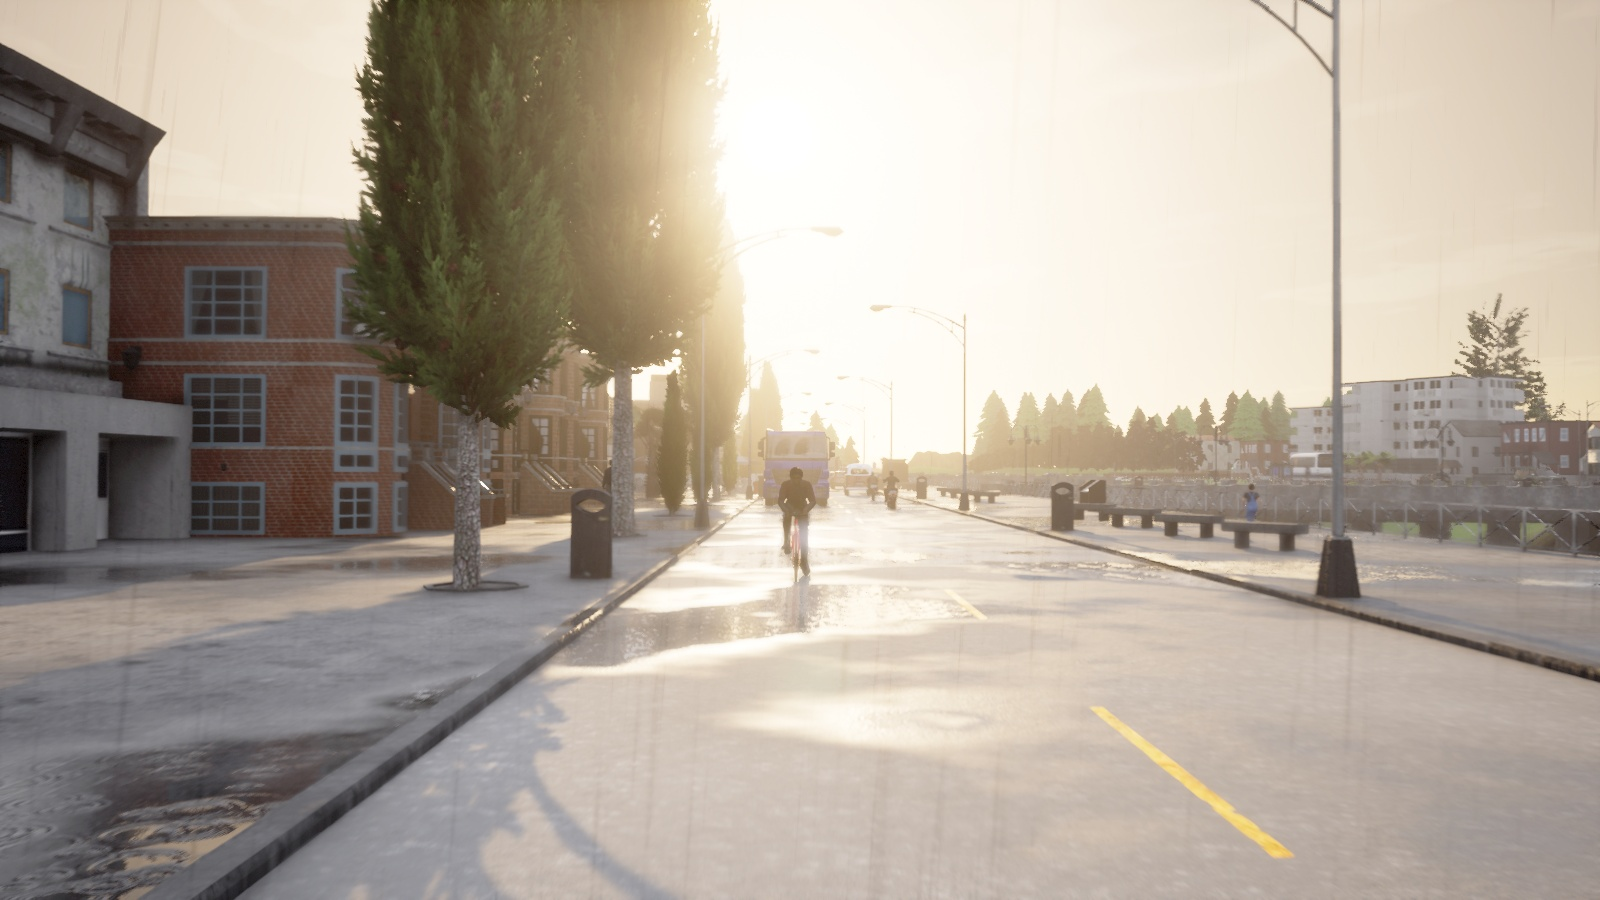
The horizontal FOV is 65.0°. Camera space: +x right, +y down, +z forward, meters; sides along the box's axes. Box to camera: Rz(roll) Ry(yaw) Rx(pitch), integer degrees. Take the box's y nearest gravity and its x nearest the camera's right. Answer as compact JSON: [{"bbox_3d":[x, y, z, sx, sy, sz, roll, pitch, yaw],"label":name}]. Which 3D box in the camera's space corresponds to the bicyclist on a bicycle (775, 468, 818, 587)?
[{"bbox_3d":[-0.047,1.070,18.040,0.582,1.620,1.656,0,-1,0],"label":"bicyclist on a bicycle"}]

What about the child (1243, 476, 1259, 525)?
[{"bbox_3d":[11.723,1.304,32.641,0.270,1.263,0.437,0,-1,1],"label":"child"}]

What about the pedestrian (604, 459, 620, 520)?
[{"bbox_3d":[-5.738,1.189,38.342,0.370,1.835,0.726,0,-1,1],"label":"pedestrian"}]

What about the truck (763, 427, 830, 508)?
[{"bbox_3d":[-0.153,0.805,58.041,2.891,3.462,7.936,0,-1,0],"label":"truck"}]

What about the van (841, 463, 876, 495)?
[{"bbox_3d":[3.788,1.890,81.666,2.069,2.038,4.480,0,-1,0],"label":"van"}]

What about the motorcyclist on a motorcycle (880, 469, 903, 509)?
[{"bbox_3d":[3.861,1.641,53.246,0.766,1.649,2.350,0,-1,0],"label":"motorcyclist on a motorcycle"}]
